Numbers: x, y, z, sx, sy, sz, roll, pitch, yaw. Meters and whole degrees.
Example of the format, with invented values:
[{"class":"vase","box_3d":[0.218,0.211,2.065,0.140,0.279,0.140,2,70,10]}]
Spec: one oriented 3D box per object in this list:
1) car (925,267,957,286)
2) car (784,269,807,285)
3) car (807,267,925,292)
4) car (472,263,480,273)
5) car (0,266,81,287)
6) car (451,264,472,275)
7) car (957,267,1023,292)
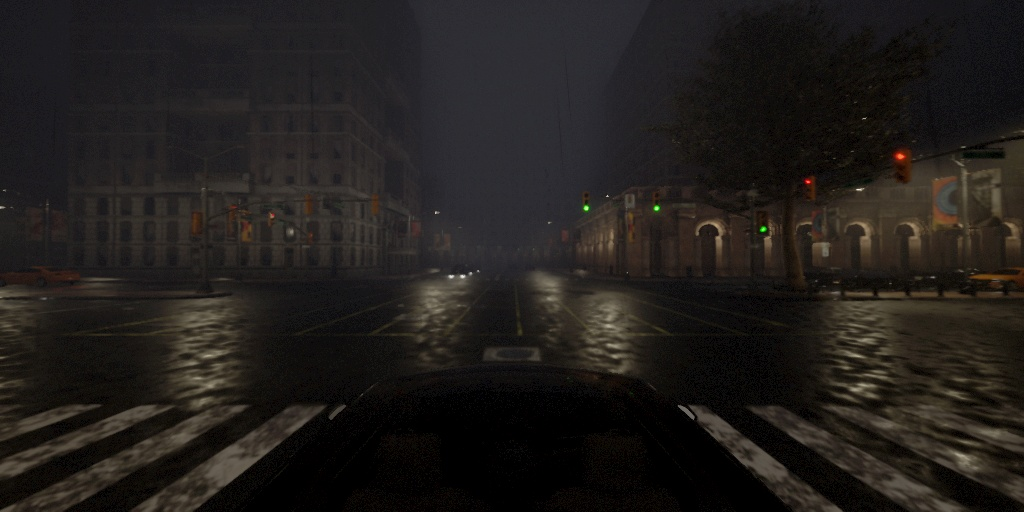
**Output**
[{"class":"car","box_3d":[32.929,1.565,27.023,4.902,1.511,2.128,0,-1,0]},{"class":"car","box_3d":[23.332,1.564,27.073,4.902,1.511,2.128,0,-1,0]},{"class":"car","box_3d":[23.128,1.576,23.573,5.357,1.411,2.033,0,-1,0]},{"class":"car","box_3d":[-7.022,2.020,59.055,2.033,1.411,5.357,0,-1,1]},{"class":"car","box_3d":[-36.165,1.547,27.377,5.008,1.535,1.882,0,-1,0]},{"class":"car","box_3d":[-7.105,1.853,49.199,1.837,1.490,4.892,0,-1,0]},{"class":"car","box_3d":[33.093,1.507,23.519,5.008,1.535,1.882,0,-1,0]}]
